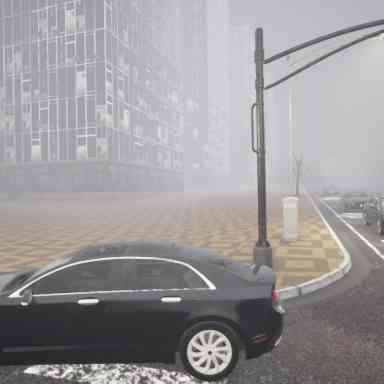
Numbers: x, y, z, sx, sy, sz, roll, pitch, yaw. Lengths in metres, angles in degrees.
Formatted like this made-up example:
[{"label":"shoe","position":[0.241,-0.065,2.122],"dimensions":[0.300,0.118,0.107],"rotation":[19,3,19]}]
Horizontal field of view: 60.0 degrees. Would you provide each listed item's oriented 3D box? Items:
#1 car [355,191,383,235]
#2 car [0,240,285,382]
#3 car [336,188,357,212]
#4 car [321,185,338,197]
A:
[{"label":"car","position":[8.823,0.928,14.523],"dimensions":[2.128,1.511,4.902],"rotation":[-1,2,18]},{"label":"car","position":[-1.188,1.505,4.804],"dimensions":[4.892,1.490,1.837],"rotation":[0,0,-1]},{"label":"car","position":[11.769,0.646,23.769],"dimensions":[1.994,1.385,4.181],"rotation":[-1,2,18]},{"label":"car","position":[18.106,-0.190,43.718],"dimensions":[2.128,1.511,4.902],"rotation":[-1,2,18]}]
